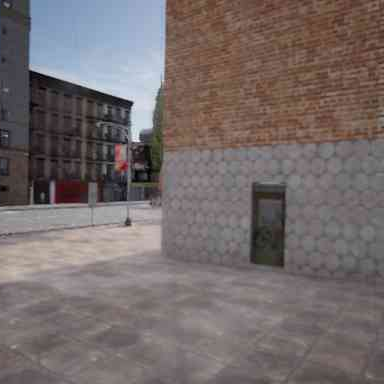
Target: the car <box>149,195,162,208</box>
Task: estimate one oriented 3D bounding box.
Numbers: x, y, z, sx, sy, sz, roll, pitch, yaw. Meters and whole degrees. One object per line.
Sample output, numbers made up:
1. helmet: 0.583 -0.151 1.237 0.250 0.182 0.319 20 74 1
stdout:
1. car: -3.863 1.221 46.079 2.097 1.767 4.553 2 1 35
